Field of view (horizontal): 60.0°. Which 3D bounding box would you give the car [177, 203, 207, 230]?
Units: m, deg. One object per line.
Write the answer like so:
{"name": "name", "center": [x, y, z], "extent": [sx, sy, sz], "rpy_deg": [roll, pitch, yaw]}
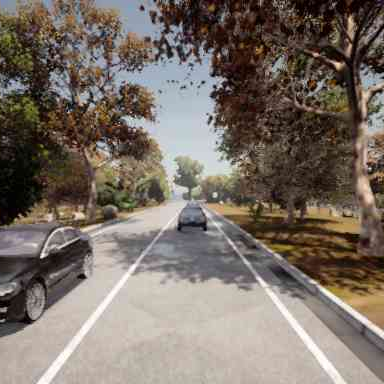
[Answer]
{"name": "car", "center": [0.030, 1.624, 21.469], "extent": [2.033, 1.411, 5.357], "rpy_deg": [0, -1, 0]}

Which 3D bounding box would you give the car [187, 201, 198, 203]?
{"name": "car", "center": [0.086, 1.894, 43.366], "extent": [1.882, 1.535, 5.008], "rpy_deg": [0, -1, 0]}

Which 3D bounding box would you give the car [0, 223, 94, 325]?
{"name": "car", "center": [-3.591, 1.496, 7.242], "extent": [2.128, 1.511, 4.902], "rpy_deg": [0, 0, 0]}
